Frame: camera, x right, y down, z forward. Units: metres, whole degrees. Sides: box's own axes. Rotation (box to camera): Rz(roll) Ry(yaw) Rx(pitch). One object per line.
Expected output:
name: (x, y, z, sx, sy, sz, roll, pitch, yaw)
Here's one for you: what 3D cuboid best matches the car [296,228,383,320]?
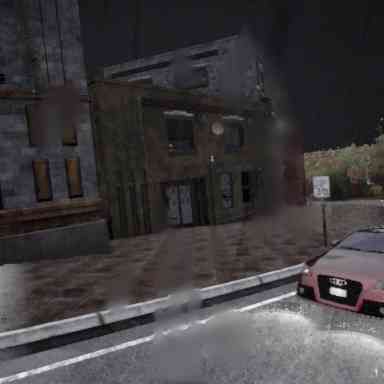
car: (4.042, 1.500, 6.990, 4.181, 1.385, 1.994, -1, 1, -40)
